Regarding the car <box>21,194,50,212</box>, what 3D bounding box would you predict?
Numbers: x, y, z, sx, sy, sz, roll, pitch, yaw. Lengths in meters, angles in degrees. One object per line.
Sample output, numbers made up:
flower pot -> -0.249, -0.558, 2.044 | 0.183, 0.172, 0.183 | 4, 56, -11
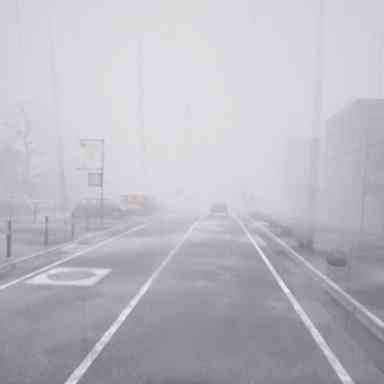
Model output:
car -> -18.904, 1.181, 35.909 | 5.566, 2.045, 2.435 | 1, -1, 4

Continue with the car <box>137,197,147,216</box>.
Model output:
car -> -7.050, 1.473, 30.408 | 5.008, 1.535, 2.097 | 1, -1, 4

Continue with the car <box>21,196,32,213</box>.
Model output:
car -> -19.138, 1.365, 33.120 | 4.892, 1.521, 2.231 | 1, -1, 4

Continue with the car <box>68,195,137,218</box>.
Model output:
car -> -7.300, 1.277, 27.386 | 4.553, 1.767, 2.185 | 1, -1, 4

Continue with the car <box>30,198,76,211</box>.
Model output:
car -> -18.460, 1.688, 44.267 | 5.366, 1.575, 1.946 | 1, -2, 5

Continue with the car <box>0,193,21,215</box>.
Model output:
car -> -19.311, 1.051, 30.463 | 5.566, 2.045, 2.435 | 1, -1, 4

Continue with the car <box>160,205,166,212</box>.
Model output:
car -> -6.137, 1.691, 42.518 | 4.553, 1.767, 2.185 | 1, -2, 5

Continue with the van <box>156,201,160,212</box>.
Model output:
van -> -6.460, 1.492, 39.502 | 4.442, 1.987, 1.878 | 1, -2, 5

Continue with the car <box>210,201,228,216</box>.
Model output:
car -> 3.007, 1.797, 37.046 | 1.882, 1.535, 5.008 | 1, -2, 5

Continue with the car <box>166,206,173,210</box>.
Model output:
car -> -5.694, 1.921, 45.404 | 5.366, 1.575, 1.946 | 1, -2, 5

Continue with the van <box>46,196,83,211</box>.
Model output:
van -> -17.936, 1.570, 47.035 | 4.442, 1.987, 1.878 | 1, -2, 5

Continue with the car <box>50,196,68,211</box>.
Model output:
car -> -18.671, 1.599, 41.616 | 5.366, 1.575, 1.946 | 1, -2, 5

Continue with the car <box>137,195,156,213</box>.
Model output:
car -> -6.853, 1.289, 33.324 | 5.566, 2.045, 2.435 | 1, -2, 4

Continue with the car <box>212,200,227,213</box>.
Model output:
car -> 3.970, 2.018, 48.255 | 2.097, 1.767, 4.553 | 1, -1, 5
